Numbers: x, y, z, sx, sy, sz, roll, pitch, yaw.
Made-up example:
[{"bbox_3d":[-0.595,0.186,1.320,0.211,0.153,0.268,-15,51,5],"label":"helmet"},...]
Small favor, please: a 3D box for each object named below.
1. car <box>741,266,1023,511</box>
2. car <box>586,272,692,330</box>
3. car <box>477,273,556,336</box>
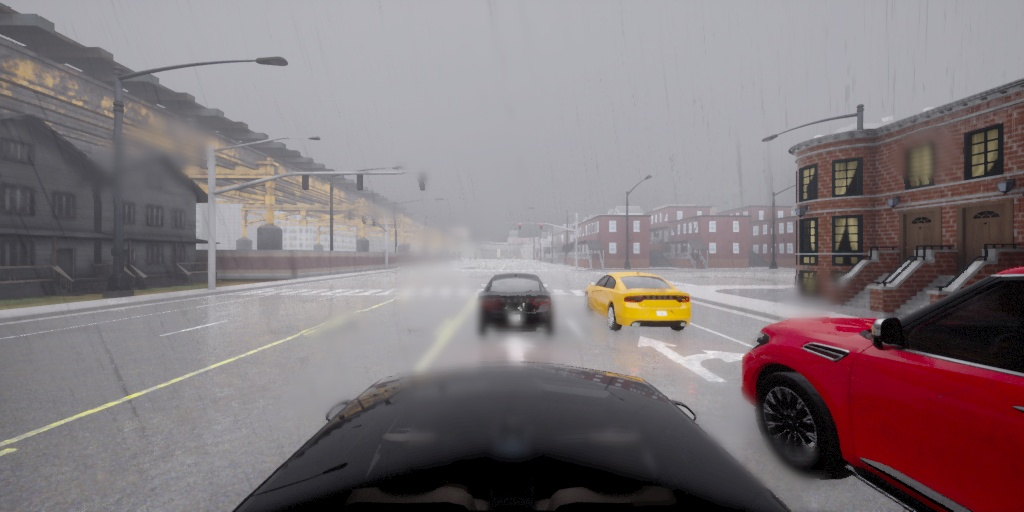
[{"bbox_3d":[3.598,0.971,1.572,2.150,2.045,5.566,0,0,0],"label":"car"},{"bbox_3d":[3.604,1.228,11.097,1.882,1.535,5.008,0,0,0],"label":"car"},{"bbox_3d":[0.102,1.228,10.392,1.882,1.535,5.008,0,0,0],"label":"car"}]
